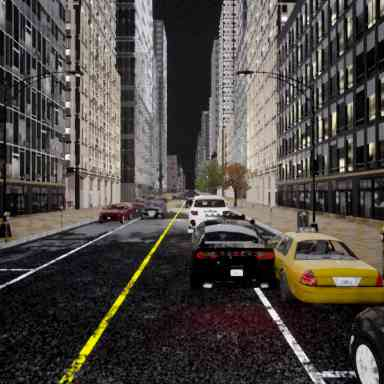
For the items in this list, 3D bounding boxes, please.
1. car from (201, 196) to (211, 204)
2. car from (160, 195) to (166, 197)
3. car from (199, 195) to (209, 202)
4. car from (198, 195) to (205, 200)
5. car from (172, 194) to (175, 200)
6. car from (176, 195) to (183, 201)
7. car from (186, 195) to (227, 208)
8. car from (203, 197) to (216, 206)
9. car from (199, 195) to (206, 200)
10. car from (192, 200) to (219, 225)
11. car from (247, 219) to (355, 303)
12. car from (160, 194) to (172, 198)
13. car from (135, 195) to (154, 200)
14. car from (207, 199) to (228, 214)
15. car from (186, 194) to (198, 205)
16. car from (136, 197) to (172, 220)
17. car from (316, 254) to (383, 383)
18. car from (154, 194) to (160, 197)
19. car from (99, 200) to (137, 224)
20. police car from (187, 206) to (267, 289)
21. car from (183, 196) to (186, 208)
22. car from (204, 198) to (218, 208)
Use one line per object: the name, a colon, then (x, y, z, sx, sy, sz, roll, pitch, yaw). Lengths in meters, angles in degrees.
car: (2.730, 1.451, 64.853, 1.752, 1.417, 4.829, 1, 0, 0)
car: (-5.657, 1.532, 53.352, 1.802, 1.307, 4.206, 1, 0, 0)
car: (2.736, 1.463, 76.033, 1.947, 1.339, 4.313, 1, 0, 0)
car: (2.745, 1.430, 93.056, 1.802, 1.307, 4.206, 1, 0, 0)
car: (-5.644, 1.338, 76.055, 1.967, 1.590, 4.097, 1, 0, 0)
car: (-2.959, 1.423, 83.739, 2.033, 1.411, 5.357, 0, 0, 0)
car: (0.910, 1.218, 19.202, 2.150, 2.045, 5.566, 0, 0, 0)
car: (2.724, 1.532, 53.333, 1.802, 1.307, 4.206, 1, 0, 0)
car: (2.742, 1.410, 87.383, 1.887, 1.381, 4.507, 1, 0, 0)
car: (0.912, 1.466, 25.172, 1.882, 1.535, 5.008, 0, 0, 0)
car: (2.700, 1.524, 8.105, 1.752, 1.417, 4.829, 0, 0, 0)
car: (-5.649, 1.241, 64.704, 2.192, 1.841, 5.009, 1, 0, 0)
car: (-5.665, 1.416, 36.327, 1.967, 1.590, 4.097, 0, 0, 0)
car: (2.715, 1.542, 36.310, 1.947, 1.339, 4.313, 0, 0, 0)
car: (0.030, 1.289, 59.625, 2.097, 1.767, 4.553, 0, 0, 0)
car: (-3.087, 1.477, 27.860, 2.128, 1.511, 4.902, 0, 0, 0)
car: (2.696, 1.551, 2.259, 2.008, 1.369, 4.403, 0, 0, 0)
car: (-5.661, 1.284, 42.002, 2.192, 1.841, 5.009, 0, 0, 0)
car: (-5.672, 1.533, 24.974, 1.887, 1.381, 4.507, 0, 0, 0)
police car: (0.904, 1.424, 9.282, 1.930, 1.638, 5.238, 0, 0, 0)
car: (0.036, 1.467, 46.038, 1.837, 1.490, 4.892, 0, 0, 0)
car: (2.720, 1.542, 47.659, 1.802, 1.307, 4.206, 1, 0, 0)
